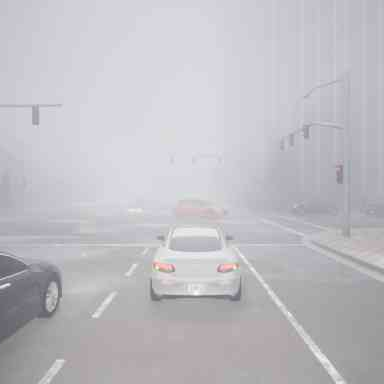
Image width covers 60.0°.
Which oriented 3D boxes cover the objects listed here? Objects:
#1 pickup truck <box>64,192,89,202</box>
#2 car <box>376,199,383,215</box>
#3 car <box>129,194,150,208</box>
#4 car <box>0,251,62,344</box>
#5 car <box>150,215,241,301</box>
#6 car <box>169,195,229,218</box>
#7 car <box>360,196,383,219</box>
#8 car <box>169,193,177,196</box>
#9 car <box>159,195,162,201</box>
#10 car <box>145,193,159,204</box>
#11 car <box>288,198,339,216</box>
[{"bbox_3d":[-24.658,1.058,70.241,2.390,2.098,6.274,0,0,30],"label":"pickup truck"},{"bbox_3d":[20.998,1.478,32.548,5.008,1.535,1.882,0,0,0],"label":"car"},{"bbox_3d":[-7.820,1.491,47.950,2.128,1.511,4.902,0,0,-1],"label":"car"},{"bbox_3d":[-3.436,1.505,4.538,1.837,1.490,4.892,0,0,0],"label":"car"},{"bbox_3d":[0.078,1.526,8.188,1.812,1.442,4.674,0,0,0],"label":"car"},{"bbox_3d":[0.703,1.352,27.076,4.553,1.767,2.097,0,0,29],"label":"car"},{"bbox_3d":[17.711,1.221,29.026,5.566,2.045,2.150,0,0,0],"label":"car"},{"bbox_3d":[-4.747,1.225,85.462,2.150,2.045,5.566,0,0,-1],"label":"car"},{"bbox_3d":[-8.144,1.440,78.062,1.994,1.385,4.181,0,0,-1],"label":"car"},{"bbox_3d":[-7.985,1.214,62.010,2.150,2.045,5.566,0,1,0],"label":"car"},{"bbox_3d":[11.772,1.352,32.482,4.553,1.767,2.097,0,0,0],"label":"car"}]
